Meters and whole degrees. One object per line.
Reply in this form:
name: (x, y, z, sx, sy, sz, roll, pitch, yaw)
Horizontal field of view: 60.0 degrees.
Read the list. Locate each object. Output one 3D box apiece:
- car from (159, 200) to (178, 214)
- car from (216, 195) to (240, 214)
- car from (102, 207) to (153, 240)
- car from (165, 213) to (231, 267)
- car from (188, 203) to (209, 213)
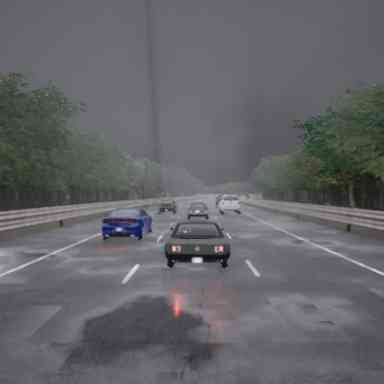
car: (-2.645, 1.689, 37.942, 1.837, 1.490, 4.892, 0, 0, 2)
car: (4.257, 1.410, 38.054, 2.150, 2.045, 5.566, 0, 0, 2)
car: (-3.228, 1.536, 17.377, 1.882, 1.535, 5.008, 0, 0, 1)
car: (0.183, 1.637, 11.571, 1.895, 1.301, 4.718, 0, 0, 1)
car: (0.572, 1.677, 29.857, 2.033, 1.411, 5.357, 0, 0, 2)
